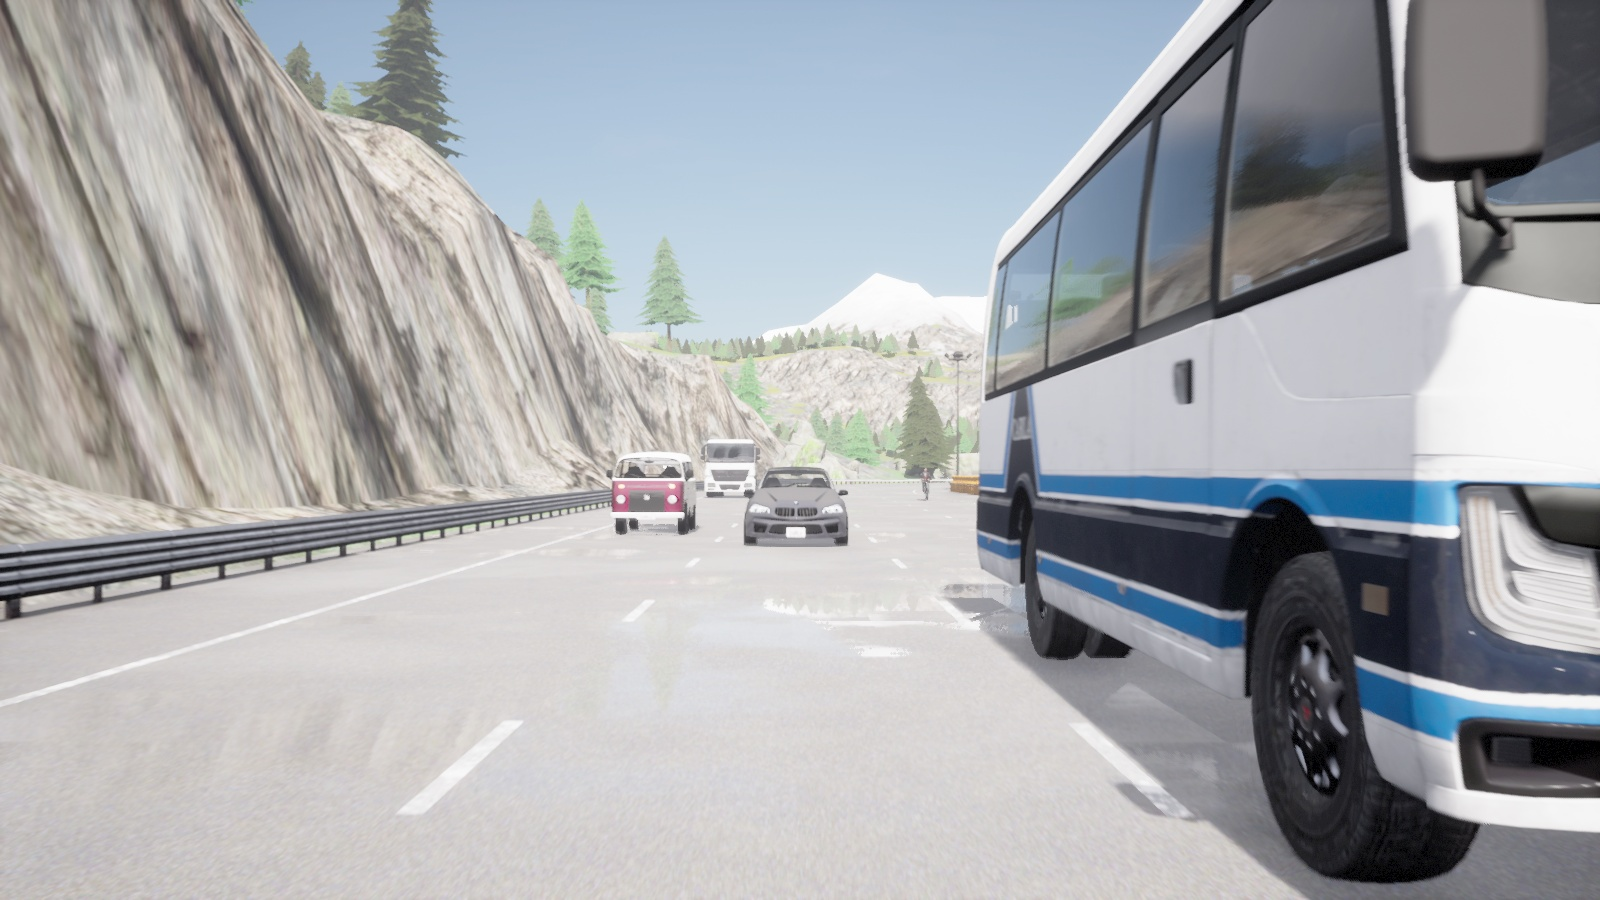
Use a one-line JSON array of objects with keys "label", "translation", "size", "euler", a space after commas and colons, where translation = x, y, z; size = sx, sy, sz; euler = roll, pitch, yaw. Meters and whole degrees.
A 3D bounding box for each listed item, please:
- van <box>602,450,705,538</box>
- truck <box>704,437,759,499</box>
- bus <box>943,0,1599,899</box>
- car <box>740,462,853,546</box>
[{"label": "van", "translation": [-3.590, 1.082, 31.474], "size": [2.069, 2.038, 4.480], "euler": [0, -1, 0]}, {"label": "truck", "translation": [-3.958, 1.092, 74.237], "size": [2.891, 3.462, 7.936], "euler": [0, -1, -1]}, {"label": "bus", "translation": [3.480, -0.444, 7.866], "size": [3.944, 4.253, 10.273], "euler": [0, -1, 0]}, {"label": "car", "translation": [-0.075, 1.120, 27.427], "size": [2.242, 1.667, 4.611], "euler": [0, -1, 0]}]
